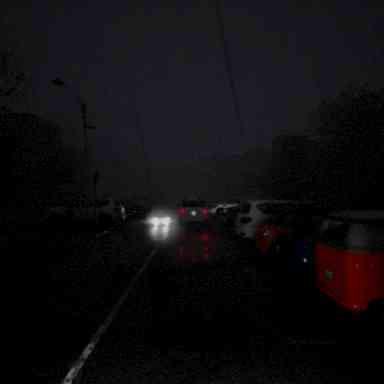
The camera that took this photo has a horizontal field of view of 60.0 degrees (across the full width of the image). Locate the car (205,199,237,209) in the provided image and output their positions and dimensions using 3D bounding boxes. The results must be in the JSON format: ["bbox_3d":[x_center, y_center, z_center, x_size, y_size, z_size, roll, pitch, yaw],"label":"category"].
[{"bbox_3d":[4.643,1.893,53.813,4.892,1.521,2.231,0,1,0],"label":"car"}]

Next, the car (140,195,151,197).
[{"bbox_3d":[-7.650,1.769,50.569,4.553,1.767,2.185,0,0,0],"label":"car"}]

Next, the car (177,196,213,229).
[{"bbox_3d":[0.101,1.415,23.472,2.150,2.045,5.566,0,-1,0],"label":"car"}]

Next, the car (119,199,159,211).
[{"bbox_3d":[-7.496,1.872,47.626,5.366,1.575,1.946,0,0,0],"label":"car"}]

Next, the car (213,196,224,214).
[{"bbox_3d":[4.621,1.512,34.247,5.566,2.045,2.435,0,0,0],"label":"car"}]

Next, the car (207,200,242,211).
[{"bbox_3d":[4.655,1.879,48.210,4.892,1.521,2.231,0,0,0],"label":"car"}]

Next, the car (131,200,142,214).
[{"bbox_3d":[-7.678,1.794,32.934,4.674,1.452,2.002,0,0,0],"label":"car"}]

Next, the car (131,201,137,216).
[{"bbox_3d":[-7.678,1.768,29.871,4.674,1.452,2.002,0,0,0],"label":"car"}]

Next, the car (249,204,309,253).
[{"bbox_3d":[4.619,1.453,11.897,4.553,1.767,2.185,0,0,0],"label":"car"}]

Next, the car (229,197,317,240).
[{"bbox_3d":[4.678,1.351,14.693,5.566,2.045,2.435,0,0,0],"label":"car"}]

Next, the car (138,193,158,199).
[{"bbox_3d":[-10.118,0.882,75.916,4.718,1.301,1.895,2,4,40],"label":"car"}]

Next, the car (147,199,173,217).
[{"bbox_3d":[-3.096,1.784,35.240,2.128,1.511,4.902,0,-1,0],"label":"car"}]

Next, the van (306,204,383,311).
[{"bbox_3d":[4.767,1.307,6.311,4.442,1.987,1.878,0,0,0],"label":"van"}]

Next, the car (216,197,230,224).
[{"bbox_3d":[4.681,1.593,28.784,4.553,1.767,2.185,0,0,0],"label":"car"}]

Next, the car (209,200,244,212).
[{"bbox_3d":[4.651,1.895,45.420,4.674,1.452,2.002,0,0,0],"label":"car"}]

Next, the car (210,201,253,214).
[{"bbox_3d":[4.656,1.810,39.832,4.892,1.521,2.231,0,0,0],"label":"car"}]

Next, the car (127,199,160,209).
[{"bbox_3d":[-7.686,1.895,53.398,5.008,1.535,2.097,0,0,0],"label":"car"}]

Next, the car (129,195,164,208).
[{"bbox_3d":[-7.653,1.621,56.342,5.566,2.045,2.435,0,0,0],"label":"car"}]

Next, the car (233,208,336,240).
[{"bbox_3d":[4.679,1.654,17.483,4.792,1.488,2.163,0,0,0],"label":"car"}]

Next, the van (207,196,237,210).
[{"bbox_3d":[4.532,1.670,51.005,4.442,1.987,1.878,0,0,0],"label":"van"}]

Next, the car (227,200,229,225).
[{"bbox_3d":[4.681,1.522,20.278,4.553,1.767,2.185,0,0,0],"label":"car"}]

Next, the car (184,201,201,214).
[{"bbox_3d":[0.099,1.904,41.198,1.994,1.385,4.181,0,-1,0],"label":"car"}]

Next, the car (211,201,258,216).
[{"bbox_3d":[4.643,1.786,37.039,5.008,1.535,2.097,0,0,0],"label":"car"}]

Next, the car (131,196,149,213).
[{"bbox_3d":[-7.712,1.676,38.812,4.553,1.767,2.185,0,0,0],"label":"car"}]

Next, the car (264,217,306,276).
[{"bbox_3d":[4.678,1.585,9.105,4.792,1.488,2.163,0,0,0],"label":"car"}]

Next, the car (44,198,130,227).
[{"bbox_3d":[-7.709,1.430,24.122,5.566,2.045,2.435,0,0,0],"label":"car"}]

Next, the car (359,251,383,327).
[{"bbox_3d":[4.648,1.550,3.515,4.674,1.452,2.002,0,0,0],"label":"car"}]
